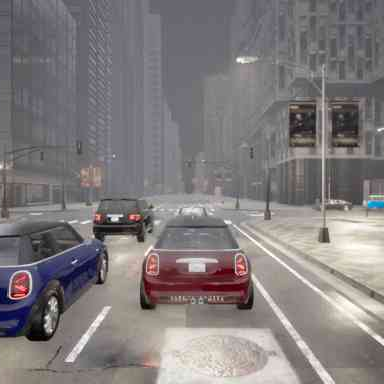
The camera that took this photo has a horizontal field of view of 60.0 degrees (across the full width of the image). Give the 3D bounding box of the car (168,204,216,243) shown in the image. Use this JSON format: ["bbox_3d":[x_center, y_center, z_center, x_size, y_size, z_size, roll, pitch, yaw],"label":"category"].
[{"bbox_3d":[0.057,1.491,17.166,2.128,1.511,4.902,0,0,2],"label":"car"}]

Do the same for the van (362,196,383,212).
[{"bbox_3d":[21.423,1.292,37.565,3.998,1.788,1.690,0,0,0],"label":"van"}]

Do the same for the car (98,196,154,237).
[{"bbox_3d":[-3.181,1.222,16.372,2.150,2.045,5.566,0,0,0],"label":"car"}]

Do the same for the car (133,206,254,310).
[{"bbox_3d":[0.085,1.352,7.979,2.097,1.767,4.553,0,0,0],"label":"car"}]

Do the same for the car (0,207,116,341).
[{"bbox_3d":[-3.163,1.352,6.660,2.097,1.767,4.553,0,0,0],"label":"car"}]

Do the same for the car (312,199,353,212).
[{"bbox_3d":[15.805,1.513,37.579,4.403,1.369,2.008,0,0,0],"label":"car"}]
